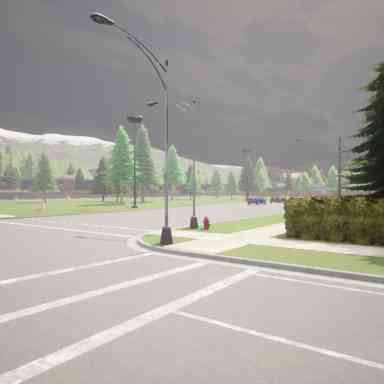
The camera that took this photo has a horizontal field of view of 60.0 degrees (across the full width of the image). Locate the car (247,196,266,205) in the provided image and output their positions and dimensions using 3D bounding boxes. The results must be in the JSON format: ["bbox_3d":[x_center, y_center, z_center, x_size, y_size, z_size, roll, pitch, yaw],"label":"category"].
[{"bbox_3d":[11.588,1.478,59.169,1.882,1.535,5.008,0,0,36],"label":"car"}]

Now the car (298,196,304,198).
[{"bbox_3d":[18.756,1.478,57.136,1.882,1.535,5.008,0,0,36],"label":"car"}]

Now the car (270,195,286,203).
[{"bbox_3d":[17.536,1.353,67.396,2.097,1.767,4.553,0,0,36],"label":"car"}]
